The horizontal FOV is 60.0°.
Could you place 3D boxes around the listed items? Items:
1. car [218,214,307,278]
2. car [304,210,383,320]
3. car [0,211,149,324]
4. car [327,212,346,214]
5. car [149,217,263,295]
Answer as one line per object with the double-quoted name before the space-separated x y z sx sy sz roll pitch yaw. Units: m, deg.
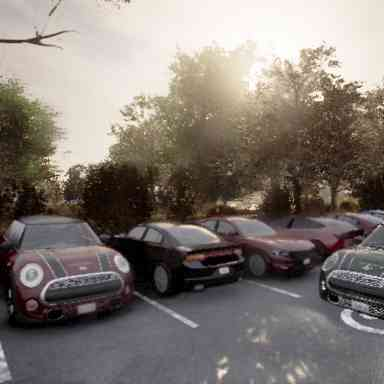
"car" 1.545 1.533 10.693 2.097 1.535 5.008 1 0 -35
"car" 4.749 1.409 7.074 4.553 1.767 2.097 1 0 -35
"car" -3.066 1.367 7.436 2.185 1.767 4.553 1 0 -35
"car" 3.930 1.584 12.425 2.163 1.488 4.792 0 0 -36
"car" -0.748 1.513 9.046 2.097 1.535 5.008 0 0 -36
